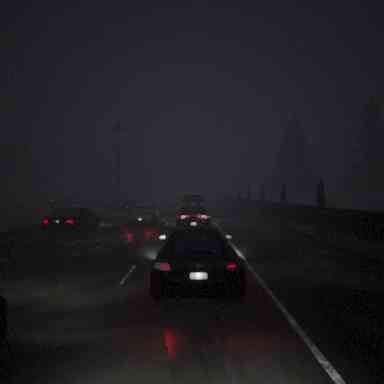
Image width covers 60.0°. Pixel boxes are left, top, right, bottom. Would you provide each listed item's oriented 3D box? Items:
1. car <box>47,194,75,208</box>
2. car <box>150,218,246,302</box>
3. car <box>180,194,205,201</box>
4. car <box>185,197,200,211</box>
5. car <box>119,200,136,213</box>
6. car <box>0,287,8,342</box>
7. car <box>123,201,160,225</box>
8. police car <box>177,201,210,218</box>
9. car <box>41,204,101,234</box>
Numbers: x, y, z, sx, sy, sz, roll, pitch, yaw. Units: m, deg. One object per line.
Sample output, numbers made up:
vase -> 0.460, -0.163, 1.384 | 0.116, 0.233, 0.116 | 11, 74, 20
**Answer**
car -> -17.656, 1.138, 45.110 | 2.097, 1.767, 4.553 | 0, 0, -2
car -> 0.103, 1.576, 8.376 | 1.994, 1.385, 4.181 | 0, 0, -1
car -> 0.082, 1.261, 31.662 | 2.150, 2.045, 5.566 | 0, -1, 0
car -> -0.042, 1.519, 42.903 | 1.801, 1.575, 5.366 | 0, 0, -1
car -> -6.962, 1.619, 37.969 | 1.994, 1.385, 4.181 | 0, 0, 0
car -> -3.400, 1.222, 1.842 | 2.150, 2.045, 5.566 | 0, 0, 0
car -> -3.412, 1.560, 24.071 | 1.812, 1.442, 4.674 | 0, 0, 0
police car -> 0.091, 1.530, 20.085 | 2.038, 1.542, 4.974 | 0, -1, 0
car -> -6.909, 1.576, 19.588 | 2.033, 1.411, 5.357 | 0, 0, 0
